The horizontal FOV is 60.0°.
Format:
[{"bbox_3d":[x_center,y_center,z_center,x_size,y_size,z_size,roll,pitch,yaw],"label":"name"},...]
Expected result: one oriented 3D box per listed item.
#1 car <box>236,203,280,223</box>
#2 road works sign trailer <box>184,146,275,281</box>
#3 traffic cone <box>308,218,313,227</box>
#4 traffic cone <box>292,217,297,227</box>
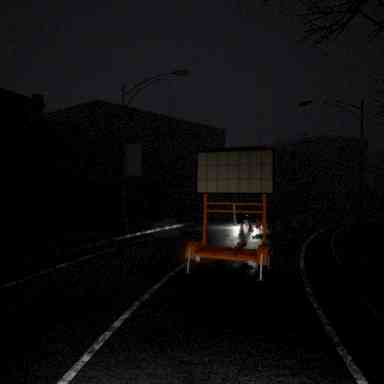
[{"bbox_3d":[4.822,1.475,24.075,1.994,1.385,4.181,-7,-7,35],"label":"car"},{"bbox_3d":[1.317,0.460,10.107,2.380,3.560,2.880,0,0,21],"label":"road works sign trailer"},{"bbox_3d":[7.666,1.979,21.513,0.340,0.580,0.340,1,0,23],"label":"traffic cone"},{"bbox_3d":[6.745,1.967,21.902,0.340,0.580,0.340,1,0,23],"label":"traffic cone"}]
